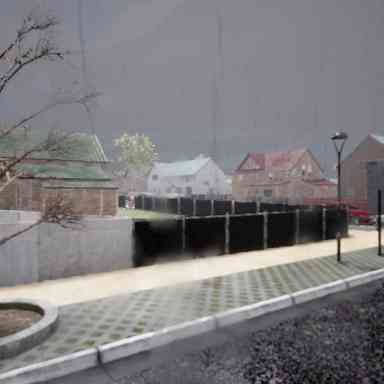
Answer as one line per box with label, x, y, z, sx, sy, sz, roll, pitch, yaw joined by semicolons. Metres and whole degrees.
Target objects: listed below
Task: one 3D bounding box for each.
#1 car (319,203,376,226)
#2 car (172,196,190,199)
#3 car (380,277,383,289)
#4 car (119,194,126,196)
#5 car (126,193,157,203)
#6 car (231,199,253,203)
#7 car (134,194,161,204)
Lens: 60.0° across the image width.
car;10.158;1.472;22.679;1.812;1.442;4.674;0;1;-32
car;-1.133;1.245;39.372;1.837;1.490;4.892;0;1;-34
car;6.542;1.575;7.921;5.357;1.411;2.033;0;0;-38
car;-13.074;1.074;62.115;1.895;1.301;4.718;0;1;-34
car;-7.311;0.975;48.518;2.097;1.767;4.553;0;1;-34
car;4.729;1.395;30.760;2.033;1.411;5.357;0;1;-34
car;-7.165;1.134;53.445;2.033;1.411;5.357;0;1;-35
